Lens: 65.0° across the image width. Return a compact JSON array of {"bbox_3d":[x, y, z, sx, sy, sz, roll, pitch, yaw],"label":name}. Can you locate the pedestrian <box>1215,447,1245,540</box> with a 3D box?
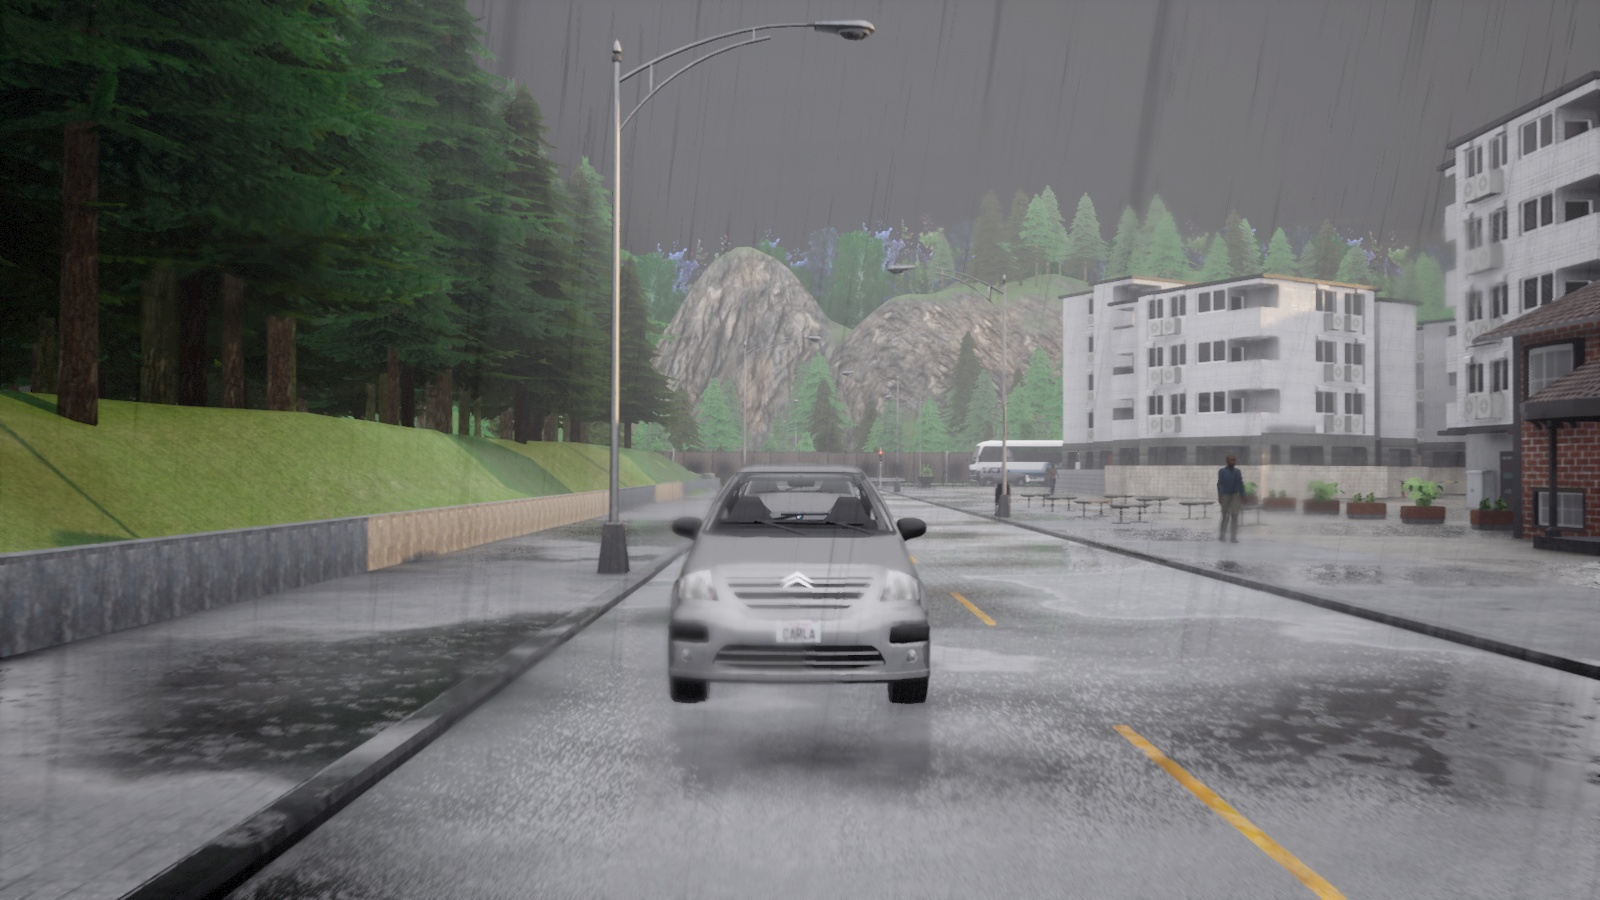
[{"bbox_3d":[8.634,0.866,25.209,0.370,1.835,0.726,0,-1,3],"label":"pedestrian"}]

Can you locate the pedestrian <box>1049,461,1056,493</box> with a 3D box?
[{"bbox_3d":[14.282,1.535,71.027,0.328,1.805,0.869,0,-1,9],"label":"pedestrian"}]

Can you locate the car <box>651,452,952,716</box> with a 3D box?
[{"bbox_3d":[0.003,0.857,9.741,1.851,1.617,3.988,0,-1,0],"label":"car"}]
